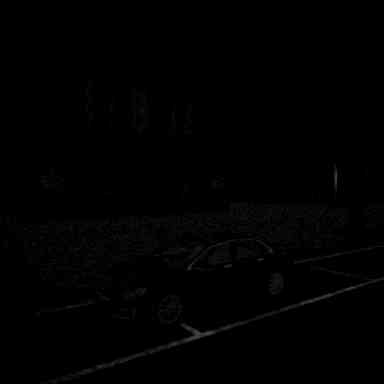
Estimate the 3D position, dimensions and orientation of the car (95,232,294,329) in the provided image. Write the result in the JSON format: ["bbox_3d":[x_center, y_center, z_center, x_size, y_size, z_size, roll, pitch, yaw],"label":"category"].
[{"bbox_3d":[0.261,1.549,6.837,4.403,1.369,2.008,0,0,-36],"label":"car"}]

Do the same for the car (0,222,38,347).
[{"bbox_3d":[-4.360,1.316,3.540,5.009,1.841,2.192,0,0,-36],"label":"car"}]
